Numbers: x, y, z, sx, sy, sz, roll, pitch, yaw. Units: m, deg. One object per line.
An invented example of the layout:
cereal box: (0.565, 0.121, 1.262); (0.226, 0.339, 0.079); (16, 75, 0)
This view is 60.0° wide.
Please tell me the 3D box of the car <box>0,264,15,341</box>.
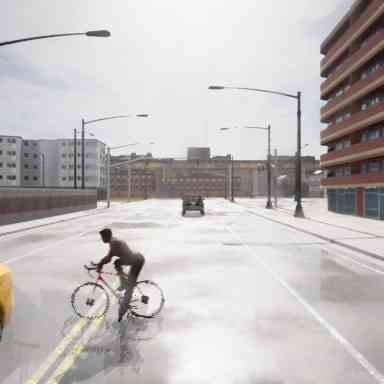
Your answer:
car: (-3.607, 1.477, 2.943); (1.882, 1.535, 5.008); (0, 0, 0)

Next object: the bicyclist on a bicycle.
bicyclist on a bicycle: (-1.327, 1.455, 5.865); (1.656, 1.620, 0.582); (-2, 0, 0)

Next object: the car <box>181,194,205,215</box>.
car: (0.109, 1.222, 34.068); (2.150, 2.045, 5.566); (0, 0, 0)
